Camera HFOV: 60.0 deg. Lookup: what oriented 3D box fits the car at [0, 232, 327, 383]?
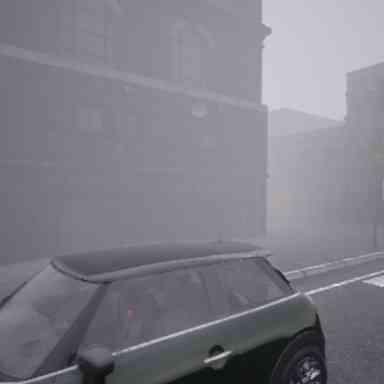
[{"bbox_3d":[-0.808,1.357,3.110,4.553,1.767,2.097,0,0,-35],"label":"car"}]
